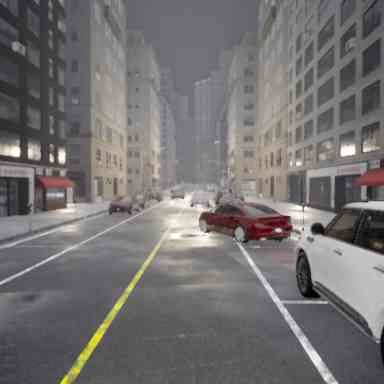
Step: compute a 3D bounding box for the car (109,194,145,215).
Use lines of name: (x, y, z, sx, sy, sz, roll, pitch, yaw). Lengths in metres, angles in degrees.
car: (-5.196, 0.954, 25.938, 1.887, 1.381, 4.507, 0, 1, 1)

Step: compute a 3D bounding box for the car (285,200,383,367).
car: (3.215, 1.109, 4.848, 2.150, 2.045, 5.566, 0, 1, 1)

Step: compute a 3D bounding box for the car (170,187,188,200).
car: (-1.982, 0.362, 48.373, 1.837, 1.490, 4.892, 0, 1, 2)

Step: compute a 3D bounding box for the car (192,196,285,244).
car: (2.039, 1.158, 14.130, 1.882, 1.535, 5.008, -1, 2, -25)

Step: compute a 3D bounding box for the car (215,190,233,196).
car: (3.452, 0.805, 31.464, 1.752, 1.417, 4.829, 0, 1, 1)

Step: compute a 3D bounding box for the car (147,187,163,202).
car: (-4.833, 0.319, 42.580, 2.192, 1.841, 5.009, 0, 1, 1)

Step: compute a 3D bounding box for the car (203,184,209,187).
car: (4.748, -0.811, 91.038, 1.752, 1.417, 4.829, 1, 2, 1)

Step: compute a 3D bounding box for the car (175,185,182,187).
car: (-4.015, -0.475, 80.221, 1.887, 1.381, 4.507, 1, 2, 1)

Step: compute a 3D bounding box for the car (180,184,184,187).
car: (-3.896, -0.737, 85.639, 1.967, 1.590, 4.097, 1, 2, 1)

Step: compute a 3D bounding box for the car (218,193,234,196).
car: (3.327, 0.982, 25.746, 1.947, 1.339, 4.313, 0, 1, 1)

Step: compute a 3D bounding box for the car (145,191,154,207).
car: (-5.075, 0.859, 31.487, 1.802, 1.307, 4.206, 0, 1, 1)

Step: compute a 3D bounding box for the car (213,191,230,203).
car: (3.690, 0.592, 42.394, 1.802, 1.307, 4.206, 0, 1, 1)

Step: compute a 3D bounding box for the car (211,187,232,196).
car: (3.570, 0.464, 36.840, 2.192, 1.841, 5.009, 0, 1, 1)

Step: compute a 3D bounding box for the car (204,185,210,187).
car: (4.508, -0.462, 80.029, 2.008, 1.369, 4.403, 1, 2, 1)

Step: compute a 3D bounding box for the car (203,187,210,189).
car: (1.106, 0.370, 47.496, 2.128, 1.511, 4.902, 0, 1, 2)

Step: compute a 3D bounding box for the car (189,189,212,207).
car: (0.854, 0.726, 34.702, 1.812, 1.442, 4.674, 0, 1, 1)
